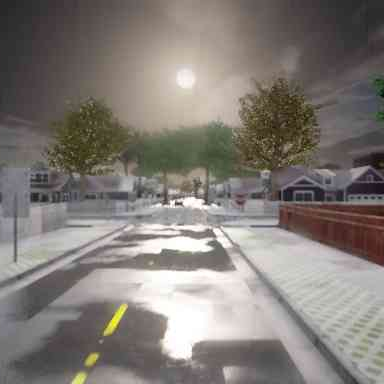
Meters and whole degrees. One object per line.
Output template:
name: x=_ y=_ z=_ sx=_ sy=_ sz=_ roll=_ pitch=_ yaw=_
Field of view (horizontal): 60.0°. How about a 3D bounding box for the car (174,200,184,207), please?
car: x=-2.736 y=2.365 z=70.046 sx=1.895 sy=1.301 sz=4.718 roll=0 pitch=-1 yaw=0
